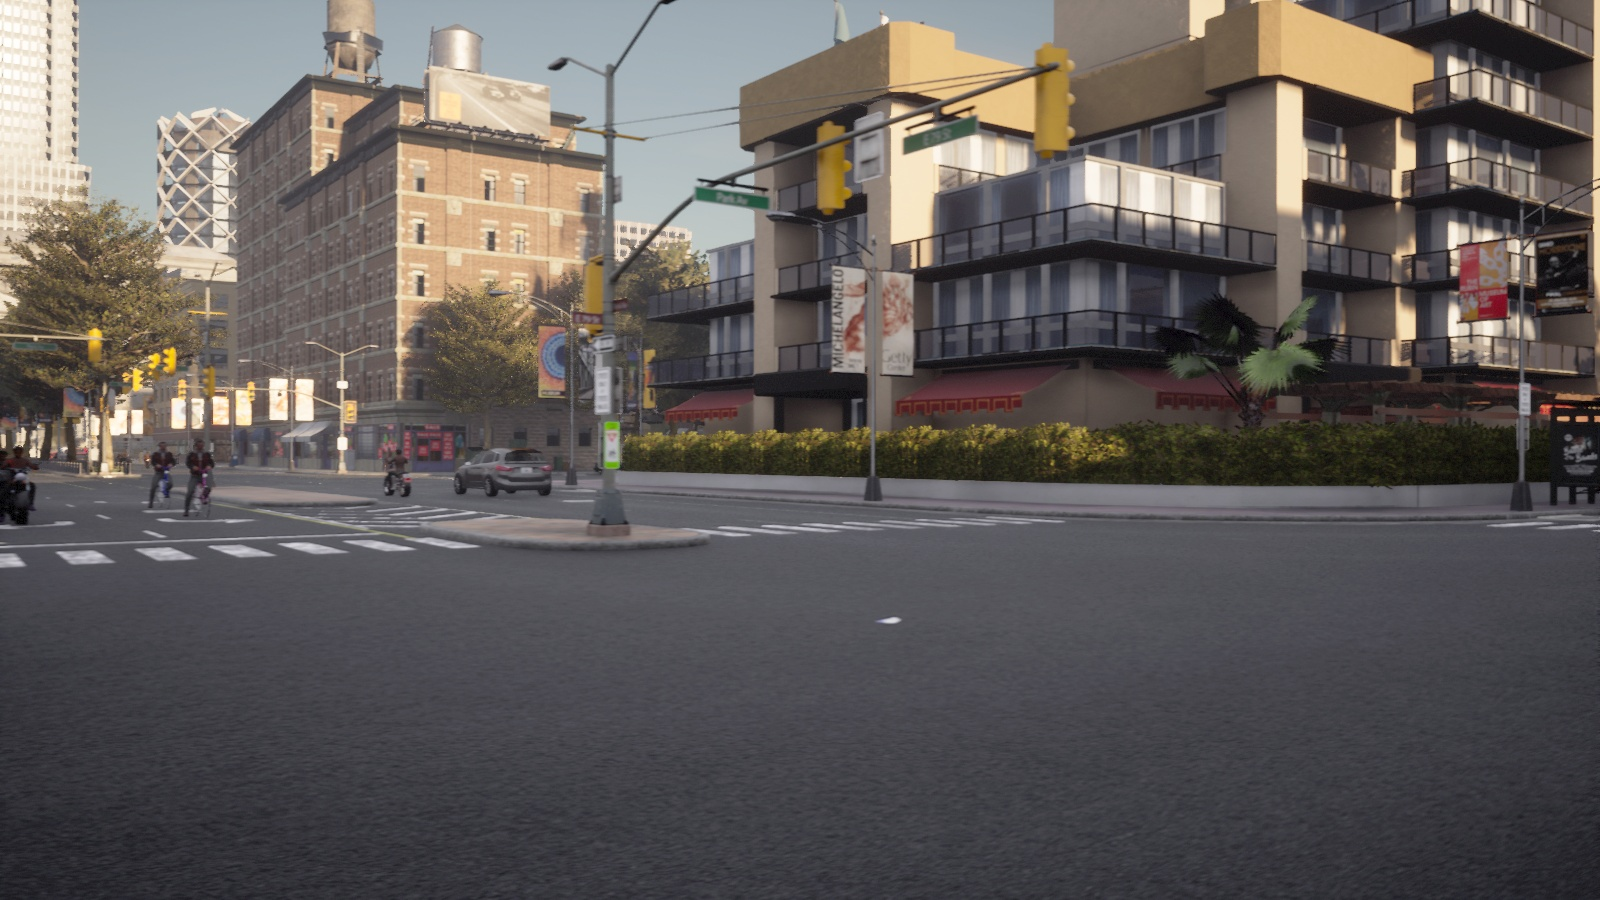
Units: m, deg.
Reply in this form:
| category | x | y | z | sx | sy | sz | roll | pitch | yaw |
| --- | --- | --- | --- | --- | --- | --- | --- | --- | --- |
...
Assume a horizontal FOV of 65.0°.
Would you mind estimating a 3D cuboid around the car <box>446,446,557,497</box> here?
| category | x | y | z | sx | sy | sz | roll | pitch | yaw |
| --- | --- | --- | --- | --- | --- | --- | --- | --- | --- |
| car | -10.462 | 0.719 | 43.783 | 2.242 | 1.667 | 4.611 | 0 | 0 | -35 |

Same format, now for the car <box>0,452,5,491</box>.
| category | x | y | z | sx | sy | sz | roll | pitch | yaw |
| --- | --- | --- | --- | --- | --- | --- | --- | --- | --- |
| car | -34.944 | 0.881 | 50.119 | 5.366 | 1.575 | 1.801 | 0 | 0 | -36 |

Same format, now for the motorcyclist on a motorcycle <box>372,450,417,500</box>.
| category | x | y | z | sx | sy | sz | roll | pitch | yaw |
| --- | --- | --- | --- | --- | --- | --- | --- | --- | --- |
| motorcyclist on a motorcycle | -13.624 | 0.827 | 42.196 | 0.766 | 1.649 | 2.350 | 0 | 0 | -35 |

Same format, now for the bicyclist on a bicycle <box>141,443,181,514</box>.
| category | x | y | z | sx | sy | sz | roll | pitch | yaw |
| --- | --- | --- | --- | --- | --- | --- | --- | --- | --- |
| bicyclist on a bicycle | -16.492 | 0.730 | 32.406 | 0.659 | 1.776 | 1.843 | 0 | 0 | -35 |

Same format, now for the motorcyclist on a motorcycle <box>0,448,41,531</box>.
| category | x | y | z | sx | sy | sz | roll | pitch | yaw |
| --- | --- | --- | --- | --- | --- | --- | --- | --- | --- |
| motorcyclist on a motorcycle | -16.425 | 0.794 | 26.259 | 0.766 | 1.649 | 2.350 | 0 | 0 | -35 |

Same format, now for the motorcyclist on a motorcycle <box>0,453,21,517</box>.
| category | x | y | z | sx | sy | sz | roll | pitch | yaw |
| --- | --- | --- | --- | --- | --- | --- | --- | --- | --- |
| motorcyclist on a motorcycle | -19.667 | 0.844 | 30.833 | 0.797 | 1.523 | 2.044 | 0 | 0 | -35 |

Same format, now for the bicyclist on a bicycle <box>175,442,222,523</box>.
| category | x | y | z | sx | sy | sz | roll | pitch | yaw |
| --- | --- | --- | --- | --- | --- | --- | --- | --- | --- |
| bicyclist on a bicycle | -13.540 | 0.713 | 28.240 | 0.659 | 1.776 | 1.843 | 0 | 0 | -35 |
